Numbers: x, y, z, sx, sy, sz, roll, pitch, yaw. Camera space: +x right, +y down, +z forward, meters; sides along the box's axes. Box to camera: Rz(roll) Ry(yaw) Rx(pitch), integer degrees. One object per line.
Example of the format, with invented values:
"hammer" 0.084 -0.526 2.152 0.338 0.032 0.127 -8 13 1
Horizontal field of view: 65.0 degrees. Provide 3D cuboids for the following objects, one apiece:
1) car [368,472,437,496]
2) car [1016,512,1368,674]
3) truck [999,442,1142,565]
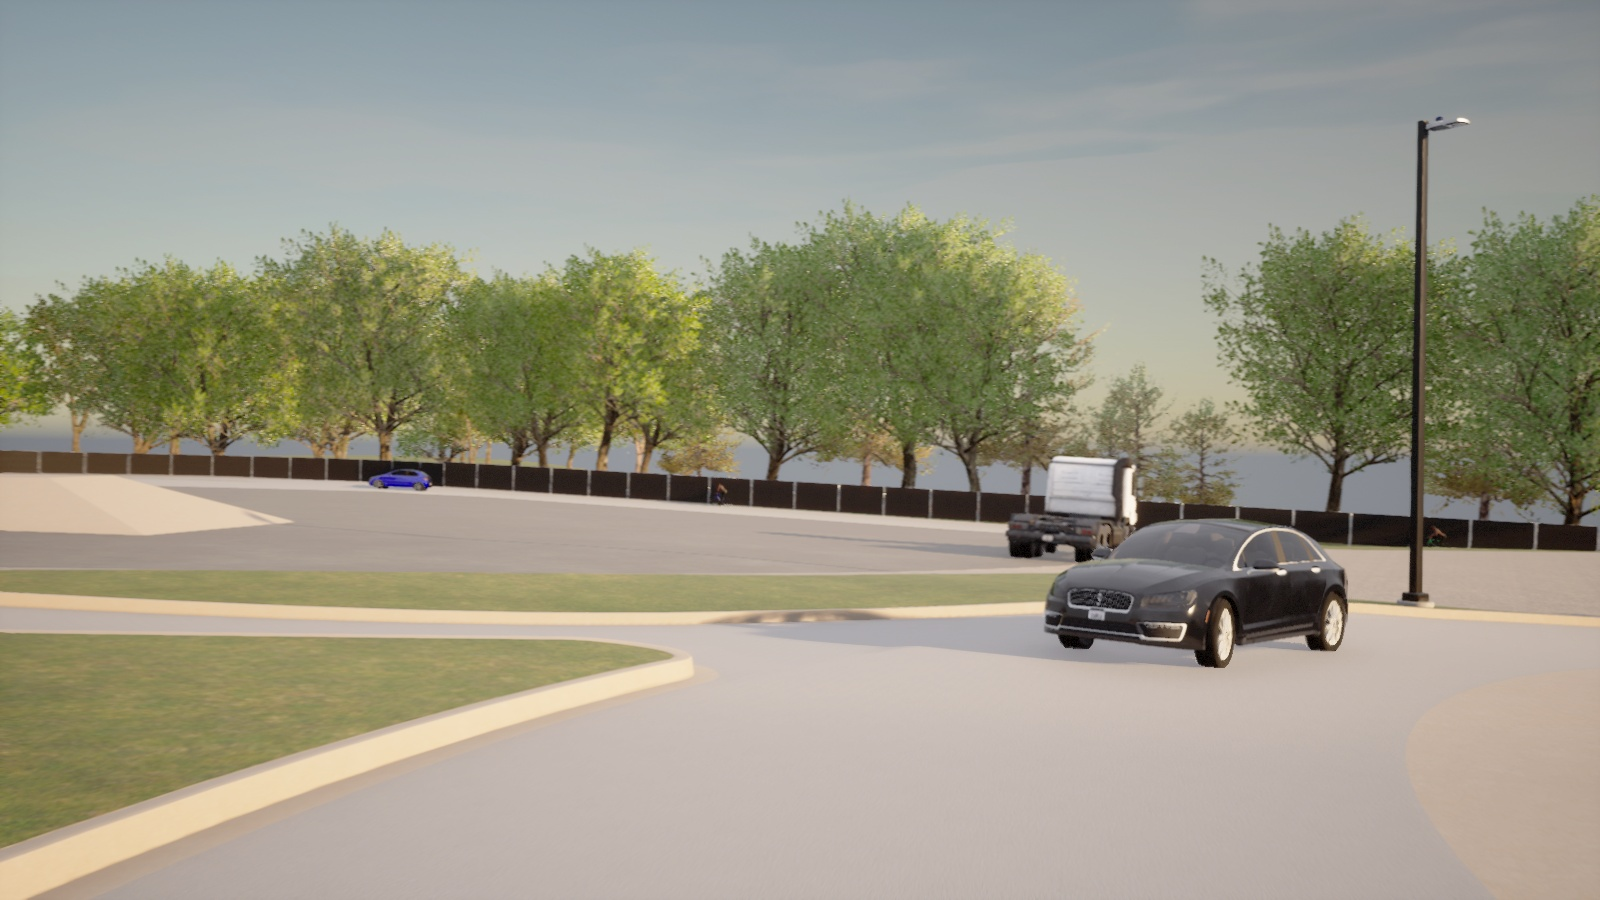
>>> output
"car" -27.625 2.340 87.325 4.193 1.474 1.816 3 -1 -3
"car" 4.663 1.527 14.422 1.837 1.490 4.892 0 -3 44
"truck" 9.046 1.762 41.172 2.891 3.462 7.936 3 -2 23
